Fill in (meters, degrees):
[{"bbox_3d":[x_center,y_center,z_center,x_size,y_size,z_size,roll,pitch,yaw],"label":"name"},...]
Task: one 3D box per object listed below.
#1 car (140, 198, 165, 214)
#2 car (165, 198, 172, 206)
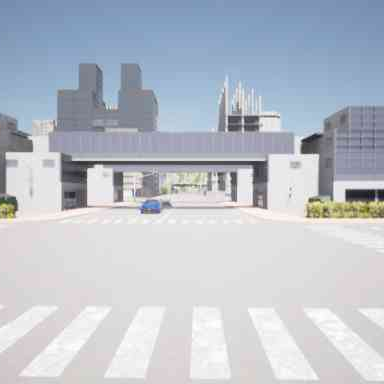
[{"bbox_3d":[-4.225,1.468,34.952,1.882,1.535,5.008,0,0,0],"label":"car"},{"bbox_3d":[-4.259,1.578,52.255,1.895,1.301,4.718,0,0,0],"label":"car"}]
